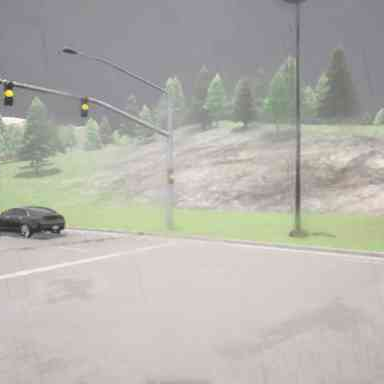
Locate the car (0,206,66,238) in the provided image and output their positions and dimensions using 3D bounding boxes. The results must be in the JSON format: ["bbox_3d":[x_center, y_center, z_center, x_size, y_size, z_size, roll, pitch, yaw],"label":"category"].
[{"bbox_3d":[-8.785,1.488,17.446,4.892,1.490,1.837,0,0,29],"label":"car"}]
